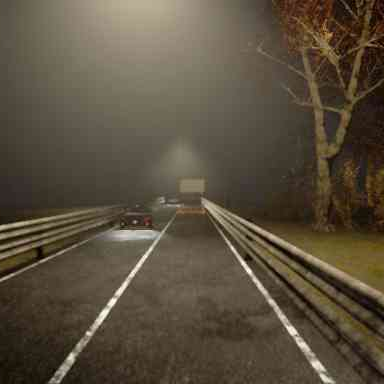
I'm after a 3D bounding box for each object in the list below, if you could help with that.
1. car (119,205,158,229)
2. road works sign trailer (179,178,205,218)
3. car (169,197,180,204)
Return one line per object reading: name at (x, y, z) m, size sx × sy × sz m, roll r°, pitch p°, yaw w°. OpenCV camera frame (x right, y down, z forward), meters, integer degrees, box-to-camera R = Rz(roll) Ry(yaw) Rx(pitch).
car at (-3.353, 1.572, 21.568) m, size 1.994 × 1.385 × 4.181 m, roll 0°, pitch 0°, yaw 0°
road works sign trailer at (0.005, 0.476, 30.547) m, size 2.380 × 3.560 × 2.880 m, roll 0°, pitch 0°, yaw 0°
car at (-3.285, 1.625, 61.858) m, size 1.895 × 1.301 × 4.718 m, roll 0°, pitch 0°, yaw 1°
